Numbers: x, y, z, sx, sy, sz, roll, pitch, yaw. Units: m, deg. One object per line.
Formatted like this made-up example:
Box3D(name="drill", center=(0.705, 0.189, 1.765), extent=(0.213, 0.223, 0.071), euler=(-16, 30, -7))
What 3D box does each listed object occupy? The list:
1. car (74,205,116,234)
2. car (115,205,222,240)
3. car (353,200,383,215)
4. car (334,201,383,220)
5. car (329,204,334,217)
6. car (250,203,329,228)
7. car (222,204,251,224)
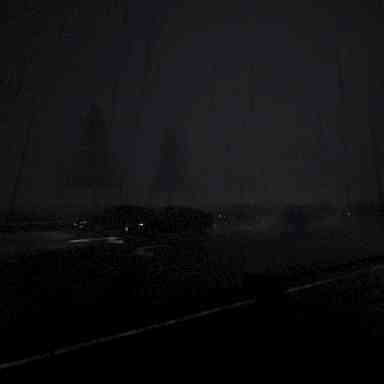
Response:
Box3D(name="car", center=(-4.310, 1.518, 19.320), extent=(4.892, 1.490, 1.837), euler=(0, 0, -35))
Box3D(name="car", center=(-1.118, 1.508, 17.294), extent=(4.902, 1.511, 2.128), euler=(0, 0, -35))
Box3D(name="car", center=(19.633, 1.630, 36.252), extent=(4.181, 1.385, 1.994), euler=(0, 0, -35))
Box3D(name="car", center=(14.828, 1.543, 28.623), extent=(4.902, 1.511, 2.128), euler=(0, 0, -35))
Box3D(name="car", center=(11.424, 1.649, 30.493), extent=(4.718, 1.301, 1.895), euler=(0, 0, -35))
Box3D(name="car", center=(6.827, 1.581, 22.947), extent=(5.357, 1.411, 2.033), euler=(0, 0, -35))
Box3D(name="car", center=(3.629, 1.578, 24.964), extent=(5.357, 1.411, 2.033), euler=(0, 0, -35))
